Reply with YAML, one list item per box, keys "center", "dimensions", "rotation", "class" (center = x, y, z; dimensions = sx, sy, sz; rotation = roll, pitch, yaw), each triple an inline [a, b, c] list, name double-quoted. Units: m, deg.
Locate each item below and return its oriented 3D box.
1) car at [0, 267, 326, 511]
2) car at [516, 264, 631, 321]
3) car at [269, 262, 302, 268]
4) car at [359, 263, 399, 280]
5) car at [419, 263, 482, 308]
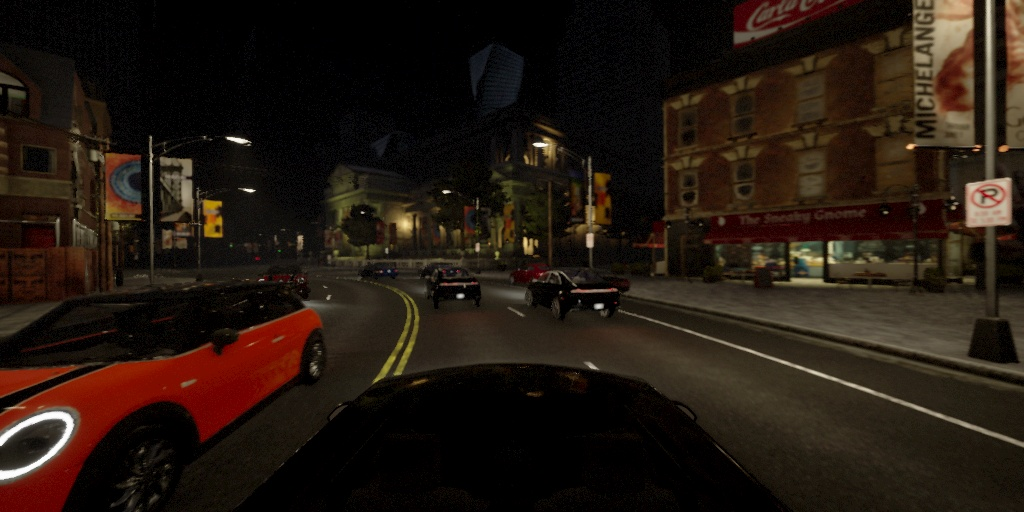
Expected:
- center: [-3.910, 1.139, 3.931]
  dimensions: [2.097, 1.767, 4.553]
  rotation: [-1, 0, -7]
  class: "car"
- center: [1.870, 1.192, 12.363]
  dimensions: [2.128, 1.511, 4.902]
  rotation: [-1, 0, -13]
  class: "car"
- center: [-11.620, 1.186, 18.373]
  dimensions: [2.097, 1.767, 4.553]
  rotation: [-1, 0, -28]
  class: "car"
- center: [-11.961, 1.348, 31.988]
  dimensions: [2.033, 1.411, 5.357]
  rotation: [-1, 0, -41]
  class: "car"
- center: [-2.598, 1.234, 15.277]
  dimensions: [2.128, 1.511, 4.902]
  rotation: [-1, 0, -18]
  class: "car"
